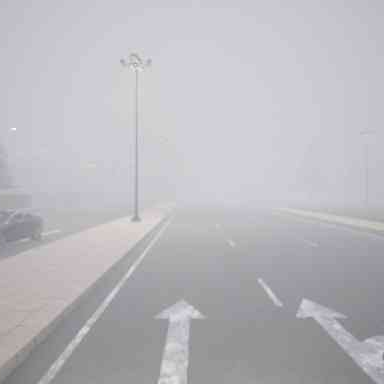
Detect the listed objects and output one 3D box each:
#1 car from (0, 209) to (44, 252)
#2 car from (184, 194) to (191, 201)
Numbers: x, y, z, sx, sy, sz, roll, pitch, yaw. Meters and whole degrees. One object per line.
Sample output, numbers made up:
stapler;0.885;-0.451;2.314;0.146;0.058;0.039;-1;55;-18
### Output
car;-8.013;1.516;14.001;2.128;1.511;4.902;0;0;0
car;-1.354;1.665;92.746;1.994;1.385;4.181;0;0;0
